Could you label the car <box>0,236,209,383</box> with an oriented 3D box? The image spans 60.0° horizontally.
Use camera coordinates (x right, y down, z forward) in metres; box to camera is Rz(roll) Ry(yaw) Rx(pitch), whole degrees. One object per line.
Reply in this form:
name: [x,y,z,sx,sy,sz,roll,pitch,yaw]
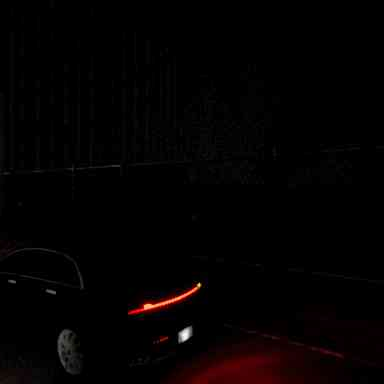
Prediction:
car: [-2.043,1.503,5.476,4.892,1.490,1.837,-1,0,36]
